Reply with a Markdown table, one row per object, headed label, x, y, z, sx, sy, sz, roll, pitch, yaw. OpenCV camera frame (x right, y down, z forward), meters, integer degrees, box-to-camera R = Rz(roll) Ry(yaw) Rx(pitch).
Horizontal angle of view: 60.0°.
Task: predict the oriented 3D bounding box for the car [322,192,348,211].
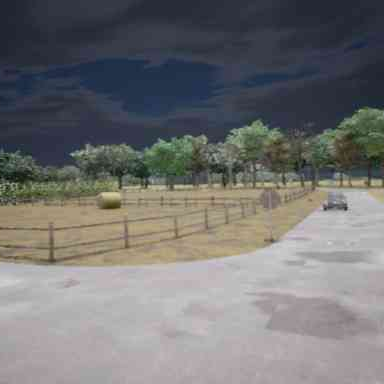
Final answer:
| label | x | y | z | sx | sy | sz | roll | pitch | yaw |
| --- | --- | --- | --- | --- | --- | --- | --- | --- | --- |
| car | 13.659 | 0.825 | 31.693 | 2.097 | 1.767 | 4.553 | -3 | 0 | 25 |
